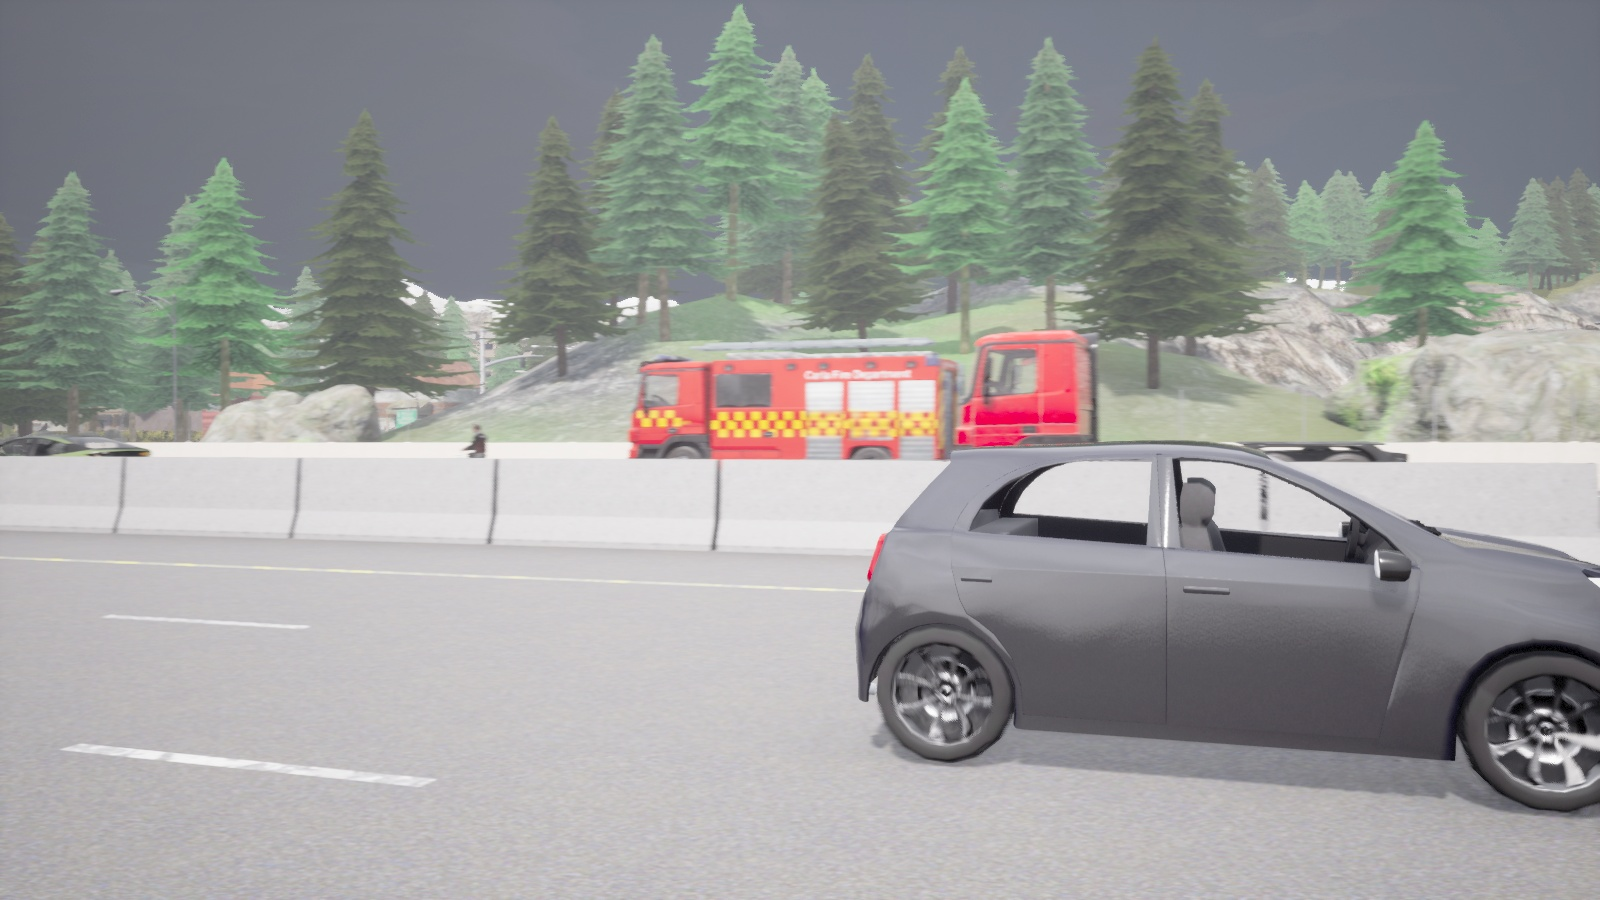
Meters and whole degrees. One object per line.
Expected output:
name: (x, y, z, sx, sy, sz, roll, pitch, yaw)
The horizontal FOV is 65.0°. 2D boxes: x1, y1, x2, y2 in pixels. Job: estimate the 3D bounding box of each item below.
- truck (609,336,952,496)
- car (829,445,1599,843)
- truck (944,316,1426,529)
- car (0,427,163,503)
truck: (-0.514, -0.868, 32.888, 8.468, 3.827, 2.891, 1, 1, 19)
car: (2.153, 0.750, 6.161, 3.633, 1.501, 1.845, 1, 1, 19)
truck: (6.867, -0.499, 23.050, 7.936, 3.462, 2.891, 1, 1, 19)
car: (-16.345, 0.275, 27.154, 4.514, 1.525, 2.007, 1, 1, 19)
